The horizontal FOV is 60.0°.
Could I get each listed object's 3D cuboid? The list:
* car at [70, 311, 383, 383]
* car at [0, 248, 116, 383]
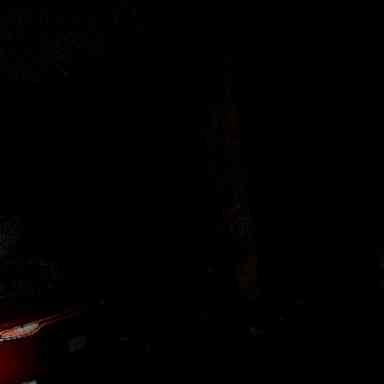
[{"bbox_3d":[1.432,1.582,1.772,4.206,1.307,1.802,0,1,35],"label":"car"},{"bbox_3d":[-3.085,1.541,4.990,4.507,1.381,1.887,0,1,35],"label":"car"}]
